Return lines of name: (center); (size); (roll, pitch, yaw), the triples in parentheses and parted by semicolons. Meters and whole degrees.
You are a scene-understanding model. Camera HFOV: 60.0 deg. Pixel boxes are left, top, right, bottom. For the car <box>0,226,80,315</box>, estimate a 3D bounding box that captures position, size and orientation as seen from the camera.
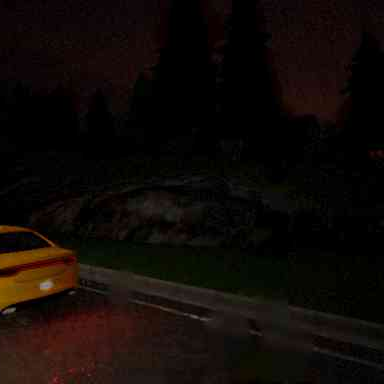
car: (-4.550, 1.477, 7.240); (5.008, 1.535, 1.882); (0, 0, 36)
